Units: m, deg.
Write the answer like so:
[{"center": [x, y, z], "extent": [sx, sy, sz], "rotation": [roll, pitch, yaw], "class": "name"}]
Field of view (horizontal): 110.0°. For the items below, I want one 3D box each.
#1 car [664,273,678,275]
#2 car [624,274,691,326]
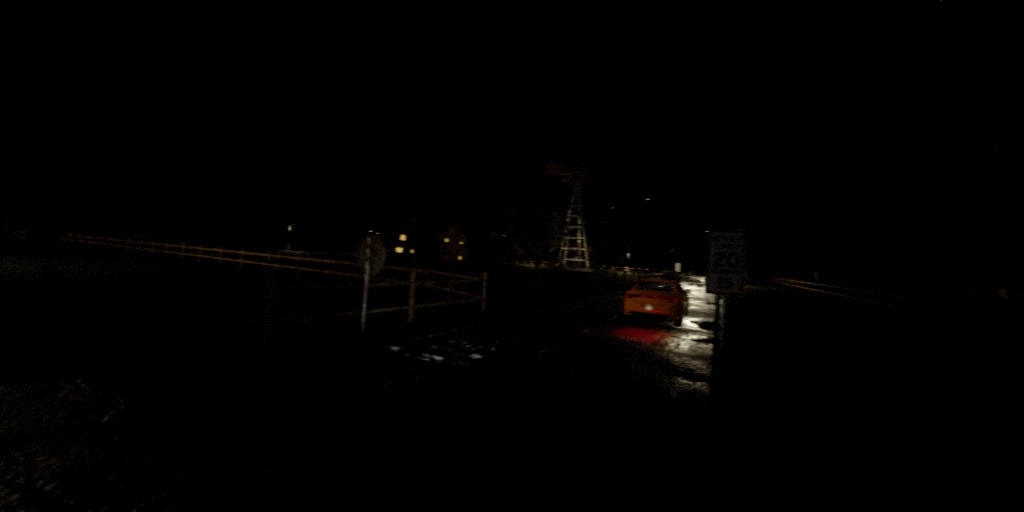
[{"center": [18.444, 2.647, 41.698], "extent": [2.033, 1.411, 5.357], "rotation": [3, -1, 30], "class": "car"}, {"center": [5.751, 1.645, 13.981], "extent": [1.882, 1.535, 5.008], "rotation": [3, -1, 30], "class": "car"}]
